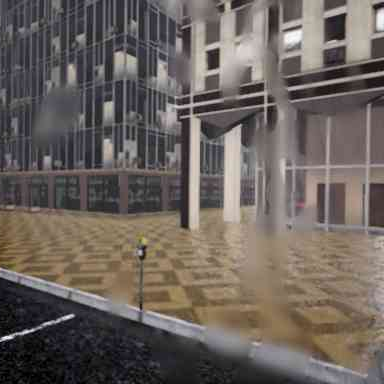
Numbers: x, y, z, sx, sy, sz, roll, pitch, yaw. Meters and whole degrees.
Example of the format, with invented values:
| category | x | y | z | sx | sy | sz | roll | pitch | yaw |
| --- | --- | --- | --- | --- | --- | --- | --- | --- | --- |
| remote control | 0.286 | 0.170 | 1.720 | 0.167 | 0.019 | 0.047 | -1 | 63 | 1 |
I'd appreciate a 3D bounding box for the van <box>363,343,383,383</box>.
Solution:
| category | x | y | z | sx | sy | sz | roll | pitch | yaw |
| --- | --- | --- | --- | --- | --- | --- | --- | --- | --- |
| van | 2.654 | 1.352 | 0.970 | 3.998 | 1.788 | 1.690 | 0 | 1 | 36 |
